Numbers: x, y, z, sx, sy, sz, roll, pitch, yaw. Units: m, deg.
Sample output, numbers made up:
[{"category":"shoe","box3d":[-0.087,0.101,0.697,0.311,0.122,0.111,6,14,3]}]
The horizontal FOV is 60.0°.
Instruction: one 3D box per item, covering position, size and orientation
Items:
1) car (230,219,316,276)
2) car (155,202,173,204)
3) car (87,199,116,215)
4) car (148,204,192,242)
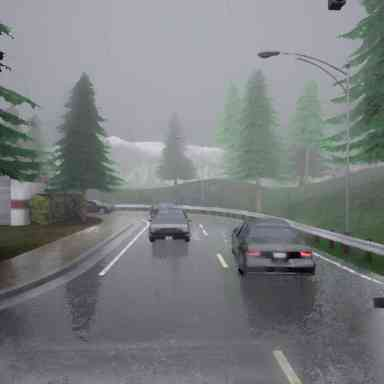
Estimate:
[{"category":"car","box3d":[2.246,1.535,10.311,2.033,1.411,5.357,0,0,4]},{"category":"car","box3d":[-2.169,1.522,26.633,2.033,1.411,5.357,0,0,-17]},{"category":"car","box3d":[-10.053,1.478,33.368,4.892,1.490,1.837,0,0,9]},{"category":"car","box3d":[-1.034,1.529,16.492,2.033,1.411,5.357,0,0,-2]}]
